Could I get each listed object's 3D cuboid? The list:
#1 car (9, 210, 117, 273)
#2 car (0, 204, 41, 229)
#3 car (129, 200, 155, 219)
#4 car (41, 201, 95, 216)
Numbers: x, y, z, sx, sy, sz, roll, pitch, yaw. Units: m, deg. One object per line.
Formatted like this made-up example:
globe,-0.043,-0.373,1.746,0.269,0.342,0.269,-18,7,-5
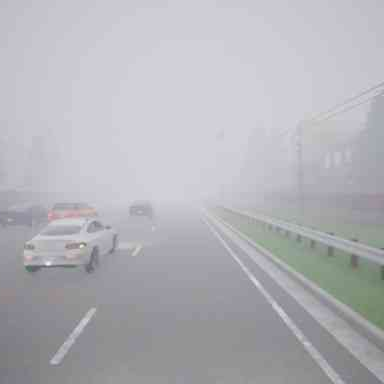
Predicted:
car,-3.685,1.535,10.679,1.812,1.442,4.674,-1,0,-2
car,-11.087,1.541,22.646,1.882,1.535,5.008,-1,0,-2
car,-4.297,1.430,29.150,1.882,1.535,5.008,-1,0,-2
car,-7.543,1.374,21.402,2.097,1.767,4.553,-1,0,-2
